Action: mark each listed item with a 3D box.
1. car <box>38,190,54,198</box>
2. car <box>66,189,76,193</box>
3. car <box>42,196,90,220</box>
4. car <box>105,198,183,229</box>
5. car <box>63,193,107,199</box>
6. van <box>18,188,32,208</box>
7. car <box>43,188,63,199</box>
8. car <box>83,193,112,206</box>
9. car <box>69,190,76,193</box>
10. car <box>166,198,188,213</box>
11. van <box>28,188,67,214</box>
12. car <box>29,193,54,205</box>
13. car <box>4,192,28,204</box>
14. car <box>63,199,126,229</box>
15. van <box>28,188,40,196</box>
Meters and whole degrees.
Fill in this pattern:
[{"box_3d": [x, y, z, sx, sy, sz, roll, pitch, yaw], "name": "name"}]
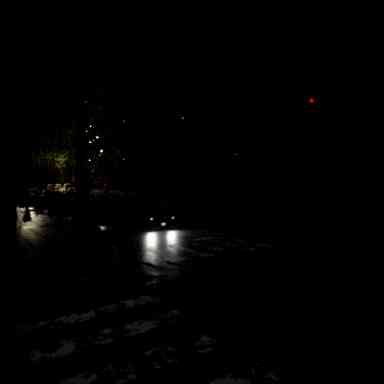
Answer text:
[{"box_3d": [-28.168, 0.414, 64.063, 2.008, 1.369, 4.403, 2, 0, -36], "name": "car"}, {"box_3d": [-18.382, 0.467, 50.637, 2.192, 1.841, 5.009, 2, 0, -36], "name": "car"}, {"box_3d": [-8.867, 1.172, 23.327, 1.802, 1.307, 4.206, 2, 0, -36], "name": "car"}, {"box_3d": [-3.056, 1.266, 19.726, 2.033, 1.411, 5.357, 0, 1, -36], "name": "car"}, {"box_3d": [-9.019, 1.063, 27.936, 1.812, 1.442, 4.674, 0, 1, -36], "name": "car"}, {"box_3d": [-15.380, 0.735, 32.280, 1.690, 1.788, 3.998, 2, 0, -36], "name": "van"}, {"box_3d": [-24.901, 0.274, 59.588, 2.192, 1.841, 5.009, 2, 0, -36], "name": "car"}, {"box_3d": [-11.868, 0.897, 41.684, 2.008, 1.369, 4.403, 2, 0, -36], "name": "car"}, {"box_3d": [-15.129, 0.814, 46.161, 1.947, 1.339, 4.313, 2, 0, -36], "name": "car"}, {"box_3d": [-2.189, 1.162, 28.394, 1.752, 1.417, 4.829, 2, 0, -36], "name": "car"}, {"box_3d": [-12.120, 0.833, 27.804, 1.690, 1.788, 3.998, 2, 0, -36], "name": "van"}, {"box_3d": [-18.731, 0.810, 41.311, 1.994, 1.385, 4.181, 0, 1, -36], "name": "car"}, {"box_3d": [-21.907, 0.750, 41.234, 2.008, 1.369, 4.403, 2, 0, -36], "name": "car"}, {"box_3d": [-5.607, 1.271, 18.852, 1.802, 1.307, 4.206, 2, 0, -36], "name": "car"}, {"box_3d": [-34.681, 0.012, 73.015, 1.690, 1.788, 3.998, 2, 0, -36], "name": "van"}]
